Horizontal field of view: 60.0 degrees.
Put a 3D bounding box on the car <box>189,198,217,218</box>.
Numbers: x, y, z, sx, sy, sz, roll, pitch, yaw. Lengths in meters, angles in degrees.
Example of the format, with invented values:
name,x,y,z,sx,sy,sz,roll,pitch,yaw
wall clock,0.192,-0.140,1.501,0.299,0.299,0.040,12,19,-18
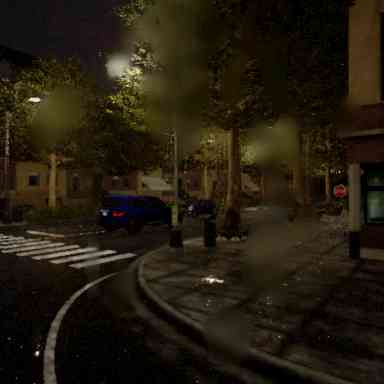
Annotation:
name,x,y,z,sx,sy,sz,roll,pitch,yaw
car,0.352,1.356,29.875,2.097,1.767,4.553,0,0,35

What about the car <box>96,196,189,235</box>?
name,x,y,z,sx,sy,sz,roll,pitch,yaw
car,-2.861,1.224,19.209,2.150,2.045,5.566,0,0,37
